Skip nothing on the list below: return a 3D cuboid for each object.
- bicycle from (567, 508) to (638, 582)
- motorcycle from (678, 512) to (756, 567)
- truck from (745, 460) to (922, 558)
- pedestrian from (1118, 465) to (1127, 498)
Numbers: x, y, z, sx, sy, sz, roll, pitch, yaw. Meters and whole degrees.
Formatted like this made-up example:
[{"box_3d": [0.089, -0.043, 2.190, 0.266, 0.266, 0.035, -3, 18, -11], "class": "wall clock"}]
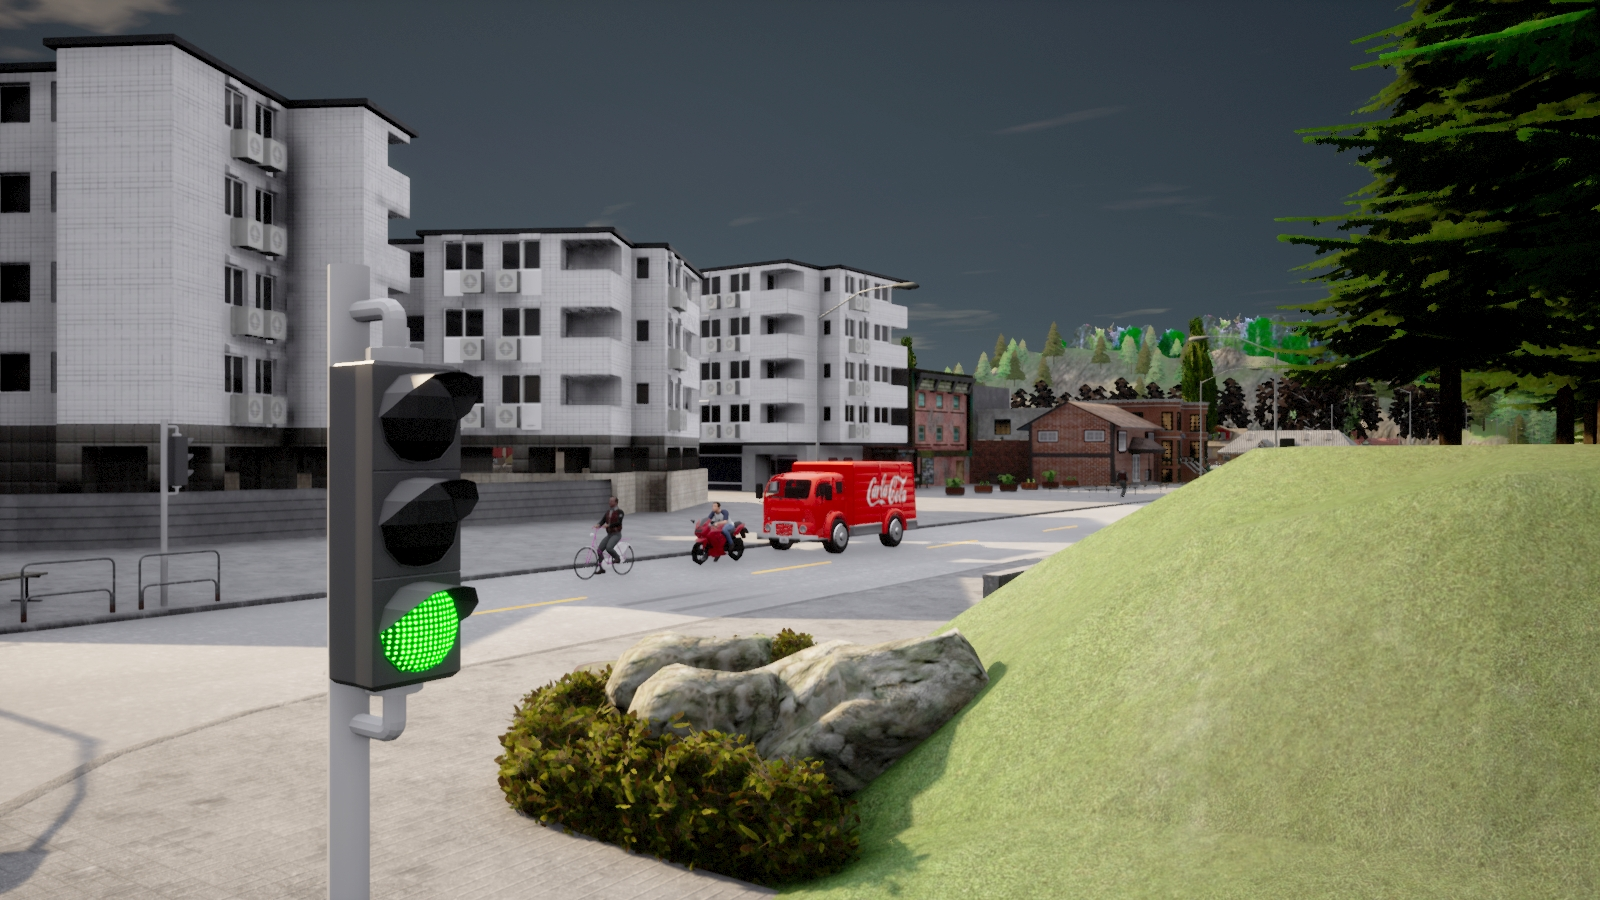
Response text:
[{"box_3d": [-4.288, 2.053, 24.958, 0.329, 1.471, 1.835, 0, 0, 35], "class": "bicycle"}, {"box_3d": [-2.025, 2.179, 28.195, 0.803, 1.199, 2.033, 0, 0, 35], "class": "motorcycle"}, {"box_3d": [1.066, 1.558, 32.574, 2.627, 2.467, 5.204, 0, 0, 35], "class": "truck"}, {"box_3d": [17.858, 1.736, 63.212, 0.375, 1.860, 0.375, 0, 0, 39], "class": "pedestrian"}]
